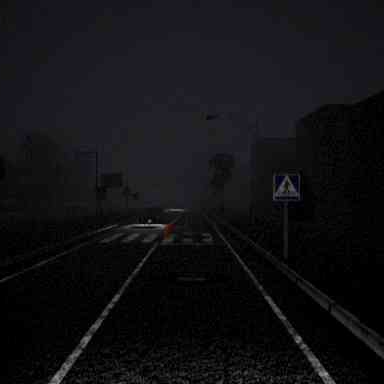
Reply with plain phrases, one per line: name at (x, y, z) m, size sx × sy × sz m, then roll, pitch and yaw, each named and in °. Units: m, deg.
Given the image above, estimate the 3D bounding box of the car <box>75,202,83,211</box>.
car at (-21.849, 2.474, 56.644) m, size 4.892 × 1.521 × 2.231 m, roll 0°, pitch -1°, yaw 0°

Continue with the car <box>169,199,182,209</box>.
car at (-3.120, 2.814, 69.124) m, size 2.128 × 1.511 × 4.902 m, roll 0°, pitch -1°, yaw 0°

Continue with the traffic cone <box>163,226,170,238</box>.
traffic cone at (-1.370, 2.136, 17.774) m, size 0.340 × 0.580 × 0.340 m, roll 0°, pitch -1°, yaw 0°

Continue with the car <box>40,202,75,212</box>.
car at (-21.862, 2.441, 53.368) m, size 4.674 × 1.452 × 2.002 m, roll 0°, pitch -1°, yaw 0°

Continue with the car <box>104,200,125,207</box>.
car at (-21.736, 3.242, 91.543) m, size 5.008 × 1.535 × 2.097 m, roll 0°, pitch -1°, yaw 0°

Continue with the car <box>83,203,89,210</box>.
car at (-21.850, 2.544, 59.917) m, size 5.008 × 1.535 × 2.097 m, roll 0°, pitch -1°, yaw 0°

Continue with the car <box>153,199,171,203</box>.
car at (-8.647, 3.313, 94.265) m, size 4.892 × 1.521 × 2.231 m, roll 0°, pitch -1°, yaw 0°

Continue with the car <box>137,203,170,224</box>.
car at (-3.318, 1.969, 28.820) m, size 2.033 × 1.411 × 5.357 m, roll 0°, pitch -1°, yaw 0°
